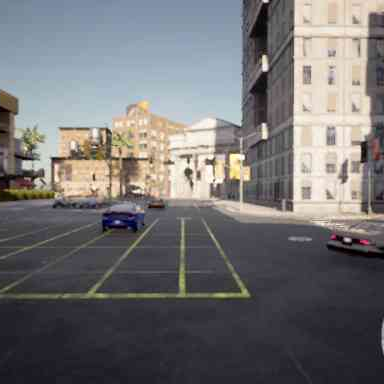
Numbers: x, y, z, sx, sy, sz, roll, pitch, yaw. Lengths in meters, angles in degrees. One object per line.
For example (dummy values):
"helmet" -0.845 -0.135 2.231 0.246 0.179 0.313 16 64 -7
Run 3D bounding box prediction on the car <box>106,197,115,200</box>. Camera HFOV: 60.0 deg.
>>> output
"car" -12.710 1.365 50.476 1.895 1.301 4.718 0 0 -1

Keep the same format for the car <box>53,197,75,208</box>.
"car" -16.010 1.343 42.119 1.994 1.385 4.181 0 0 -1

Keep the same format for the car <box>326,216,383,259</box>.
"car" 7.127 1.537 11.277 5.357 1.411 2.033 0 0 -23

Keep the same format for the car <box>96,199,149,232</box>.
"car" -3.888 1.390 19.554 1.882 1.535 5.008 0 0 -1

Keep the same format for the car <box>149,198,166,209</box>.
"car" -4.405 1.393 42.322 1.994 1.385 4.181 0 0 -1

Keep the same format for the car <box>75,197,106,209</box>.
"car" -12.510 1.323 41.369 1.812 1.442 4.674 0 0 -1
